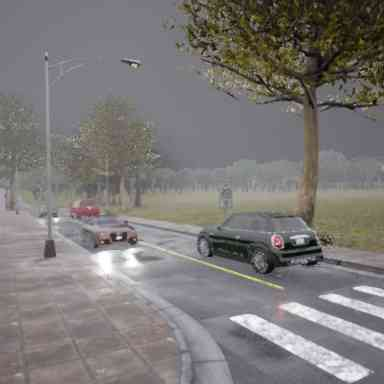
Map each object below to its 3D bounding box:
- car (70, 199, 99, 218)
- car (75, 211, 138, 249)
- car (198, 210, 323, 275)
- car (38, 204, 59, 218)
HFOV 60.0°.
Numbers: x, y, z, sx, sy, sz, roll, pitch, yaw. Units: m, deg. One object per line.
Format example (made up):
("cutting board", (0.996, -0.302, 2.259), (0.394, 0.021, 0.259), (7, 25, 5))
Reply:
("car", (-11.413, 1.803, 35.171), (2.150, 2.045, 5.566), (-1, -1, -29))
("car", (-4.156, 1.842, 16.250), (1.994, 1.385, 4.181), (-1, 0, -29))
("car", (2.021, 1.454, 11.271), (2.097, 1.767, 4.553), (-1, 0, -29))
("car", (-17.022, 2.254, 39.278), (1.837, 1.490, 4.892), (-1, -1, -29))
